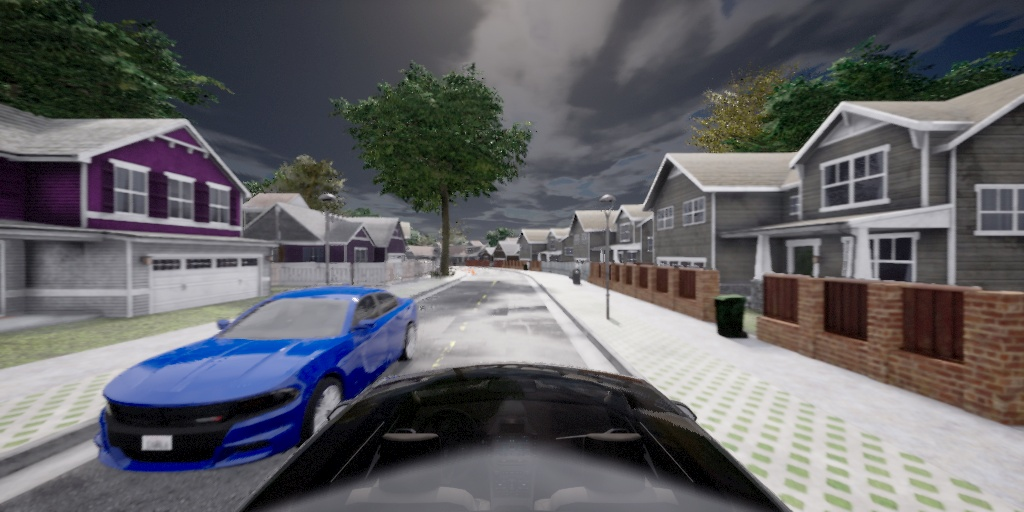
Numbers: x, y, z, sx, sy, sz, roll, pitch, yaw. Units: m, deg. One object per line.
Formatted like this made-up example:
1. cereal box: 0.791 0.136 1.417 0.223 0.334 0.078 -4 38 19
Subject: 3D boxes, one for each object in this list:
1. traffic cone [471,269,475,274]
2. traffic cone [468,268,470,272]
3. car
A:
1. traffic cone: -4.704 1.946 44.220 0.340 0.580 0.340 0 0 -7
2. traffic cone: -5.443 2.008 49.048 0.340 0.580 0.340 0 0 -10
3. car: -2.851 1.227 5.377 1.882 1.535 5.008 0 0 0
